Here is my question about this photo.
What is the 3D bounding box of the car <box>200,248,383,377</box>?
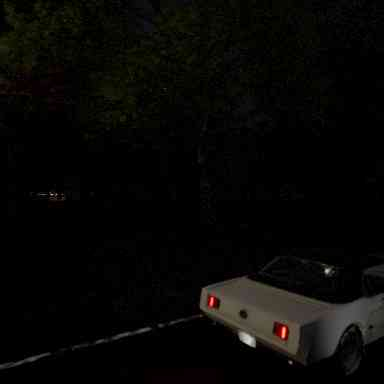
[{"bbox_3d":[2.544,1.642,5.606,4.718,1.301,1.895,1,0,-35],"label":"car"}]
